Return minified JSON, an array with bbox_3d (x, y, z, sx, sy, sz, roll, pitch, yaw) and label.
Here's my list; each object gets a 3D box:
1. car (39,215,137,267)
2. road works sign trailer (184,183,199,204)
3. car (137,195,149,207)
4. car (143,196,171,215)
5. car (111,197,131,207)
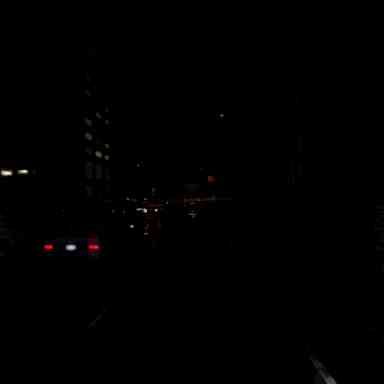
[{"bbox_3d":[-3.148,1.483,11.155,2.033,1.411,5.357,0,0,0],"label":"car"},{"bbox_3d":[0.008,0.178,54.574,2.380,3.560,2.880,0,0,0],"label":"road works sign trailer"},{"bbox_3d":[-6.575,1.253,46.922,1.837,1.490,4.892,0,1,0],"label":"car"},{"bbox_3d":[-3.144,1.331,31.517,1.837,1.490,4.892,0,0,0],"label":"car"},{"bbox_3d":[-9.827,1.353,46.385,1.895,1.301,4.718,0,0,0],"label":"car"}]
